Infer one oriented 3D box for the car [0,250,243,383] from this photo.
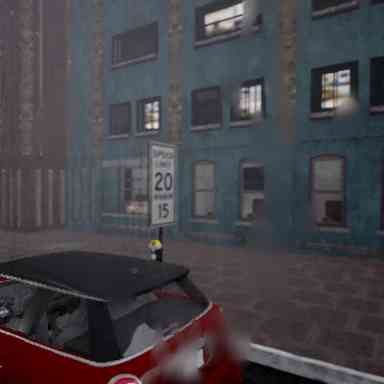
[{"bbox_3d":[-1.614,1.414,3.753,4.097,1.590,1.967,0,1,33],"label":"car"}]
